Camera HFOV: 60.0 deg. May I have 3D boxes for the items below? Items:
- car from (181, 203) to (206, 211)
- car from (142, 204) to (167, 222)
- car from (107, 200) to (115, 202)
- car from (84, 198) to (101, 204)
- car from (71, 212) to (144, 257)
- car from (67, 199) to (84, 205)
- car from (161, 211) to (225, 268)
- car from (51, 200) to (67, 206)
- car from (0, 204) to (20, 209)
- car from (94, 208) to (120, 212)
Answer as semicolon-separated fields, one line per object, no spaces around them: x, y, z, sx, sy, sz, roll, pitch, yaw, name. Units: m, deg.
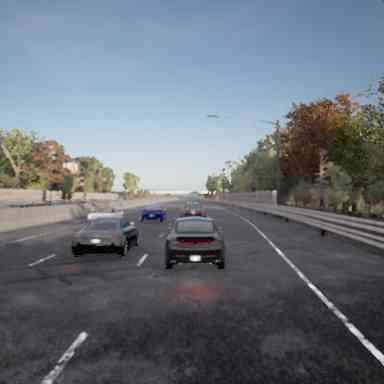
0.099;1.704;28.574;2.097;1.767;4.553;0;-1;0;car
-3.399;1.853;30.395;1.882;1.535;5.008;0;-1;0;car
-17.496;2.420;71.548;1.895;1.301;4.718;0;-1;0;car
-20.996;2.180;71.611;2.097;1.767;4.553;0;-1;0;car
-3.402;1.731;13.767;1.994;1.385;4.181;0;-1;0;car
-24.496;2.302;71.580;1.882;1.535;5.008;0;-1;0;car
0.097;1.649;11.801;1.837;1.490;4.892;0;-1;0;car
-27.996;2.442;70.549;2.033;1.411;5.357;0;-1;0;car
-17.593;1.912;31.275;1.812;1.442;4.674;0;-1;0;car
-6.901;1.936;27.254;1.895;1.301;4.718;0;-1;0;car
